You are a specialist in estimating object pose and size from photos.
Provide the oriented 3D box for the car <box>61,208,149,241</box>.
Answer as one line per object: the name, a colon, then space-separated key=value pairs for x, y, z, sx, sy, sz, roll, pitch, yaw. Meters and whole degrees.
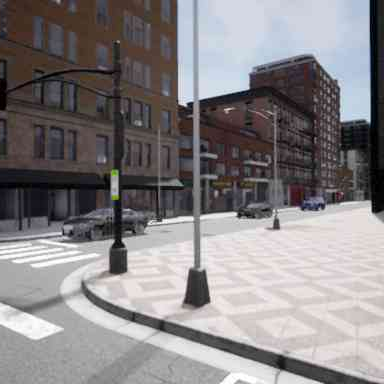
car: x=-4.413 y=1.604 z=17.485 sx=2.128 sy=1.511 sz=4.902 roll=-1 pitch=-1 yaw=36

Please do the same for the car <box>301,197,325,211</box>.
car: x=17.384 y=1.732 z=47.614 sx=2.150 sy=2.045 sz=5.566 roll=-1 pitch=-1 yaw=36

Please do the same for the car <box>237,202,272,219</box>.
car: x=6.069 y=1.741 z=32.049 sx=1.882 sy=1.535 sz=5.008 roll=-1 pitch=-1 yaw=36
